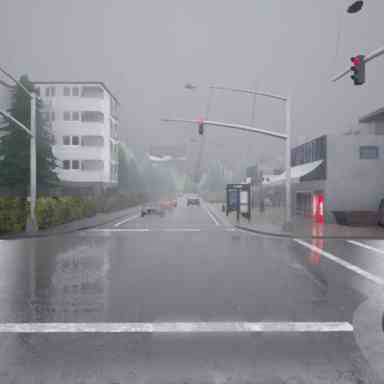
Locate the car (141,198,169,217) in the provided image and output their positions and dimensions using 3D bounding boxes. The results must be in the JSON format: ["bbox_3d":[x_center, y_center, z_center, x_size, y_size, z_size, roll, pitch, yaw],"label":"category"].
[{"bbox_3d":[-3.522,1.564,30.989,1.994,1.385,4.181,0,0,0],"label":"car"}]

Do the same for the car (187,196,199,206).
[{"bbox_3d":[0.241,1.477,53.920,1.882,1.535,5.008,0,0,1],"label":"car"}]

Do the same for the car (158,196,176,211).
[{"bbox_3d":[-3.490,1.352,40.690,2.097,1.767,4.553,0,0,0],"label":"car"}]
